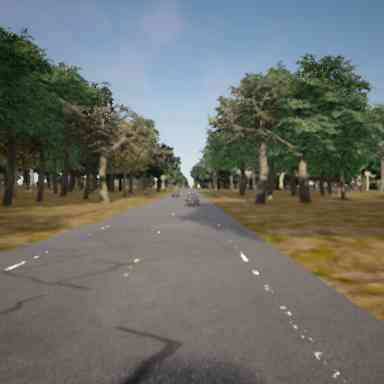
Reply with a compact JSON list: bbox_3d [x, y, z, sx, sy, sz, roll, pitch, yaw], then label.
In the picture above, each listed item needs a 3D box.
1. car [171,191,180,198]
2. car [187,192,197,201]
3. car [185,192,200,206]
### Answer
[{"bbox_3d":[-3.591,0.549,73.991,1.837,1.490,4.892,0,1,0],"label":"car"},{"bbox_3d":[0.011,0.782,63.790,1.837,1.490,4.892,0,1,0],"label":"car"},{"bbox_3d":[0.044,1.111,45.958,2.128,1.511,4.902,0,1,0],"label":"car"}]
